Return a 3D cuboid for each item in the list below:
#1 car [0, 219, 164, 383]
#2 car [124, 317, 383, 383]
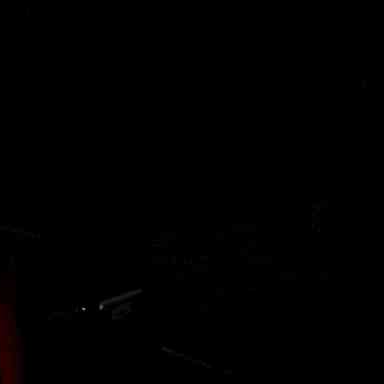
[{"bbox_3d":[-2.674,1.337,4.860,5.009,1.841,2.192,0,0,35],"label":"car"},{"bbox_3d":[1.920,1.563,1.592,4.313,1.339,1.947,0,0,35],"label":"car"}]
